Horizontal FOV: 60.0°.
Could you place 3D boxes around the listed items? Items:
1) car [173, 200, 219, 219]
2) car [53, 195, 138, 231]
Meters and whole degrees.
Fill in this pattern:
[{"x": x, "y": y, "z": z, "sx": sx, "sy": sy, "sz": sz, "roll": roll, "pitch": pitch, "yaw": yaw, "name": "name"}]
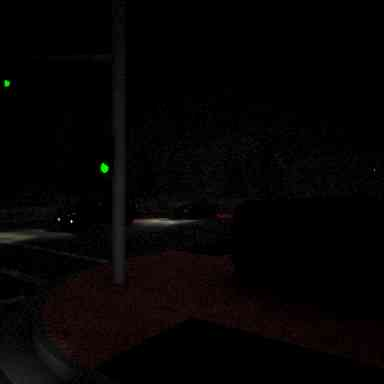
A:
[{"x": 0.393, "y": 1.478, "z": 29.389, "sx": 1.882, "sy": 1.535, "sz": 5.008, "roll": 0, "pitch": 0, "yaw": 39, "name": "car"}, {"x": -5.968, "y": 1.221, "z": 21.371, "sx": 2.150, "sy": 2.045, "sz": 5.566, "roll": 0, "pitch": 0, "yaw": 38, "name": "car"}]
